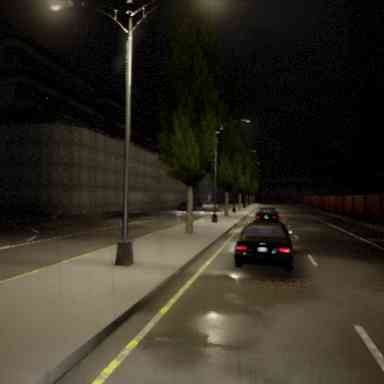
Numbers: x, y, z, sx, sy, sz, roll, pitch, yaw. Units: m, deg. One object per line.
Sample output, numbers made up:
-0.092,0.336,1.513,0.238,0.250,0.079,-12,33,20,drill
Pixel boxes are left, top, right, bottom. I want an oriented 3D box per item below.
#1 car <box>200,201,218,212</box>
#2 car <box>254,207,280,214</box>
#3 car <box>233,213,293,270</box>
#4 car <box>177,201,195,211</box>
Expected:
2.621,2.092,48.358,1.812,1.442,4.674,1,-1,13,car
5.960,1.940,26.552,2.033,1.411,5.357,1,-1,13,car
2.588,1.723,11.921,2.033,1.411,5.357,1,-1,13,car
-0.794,2.039,49.110,1.812,1.442,4.674,1,-1,13,car
